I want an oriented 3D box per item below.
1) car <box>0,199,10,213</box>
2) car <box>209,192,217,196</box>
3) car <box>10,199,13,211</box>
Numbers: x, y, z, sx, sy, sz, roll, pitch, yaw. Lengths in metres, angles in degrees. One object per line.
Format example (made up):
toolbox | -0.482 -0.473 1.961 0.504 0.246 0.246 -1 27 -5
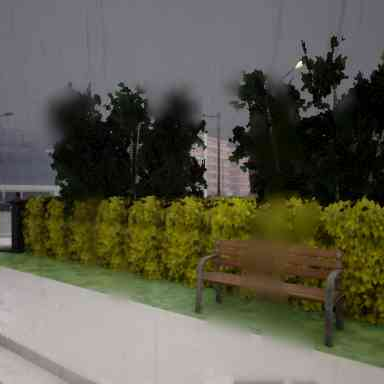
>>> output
car | -20.107 1.494 30.889 1.837 1.490 4.892 0 0 35
car | 3.609 0.778 64.626 2.128 1.511 4.902 0 1 35
car | -20.071 1.506 37.049 2.033 1.411 5.357 0 0 35
